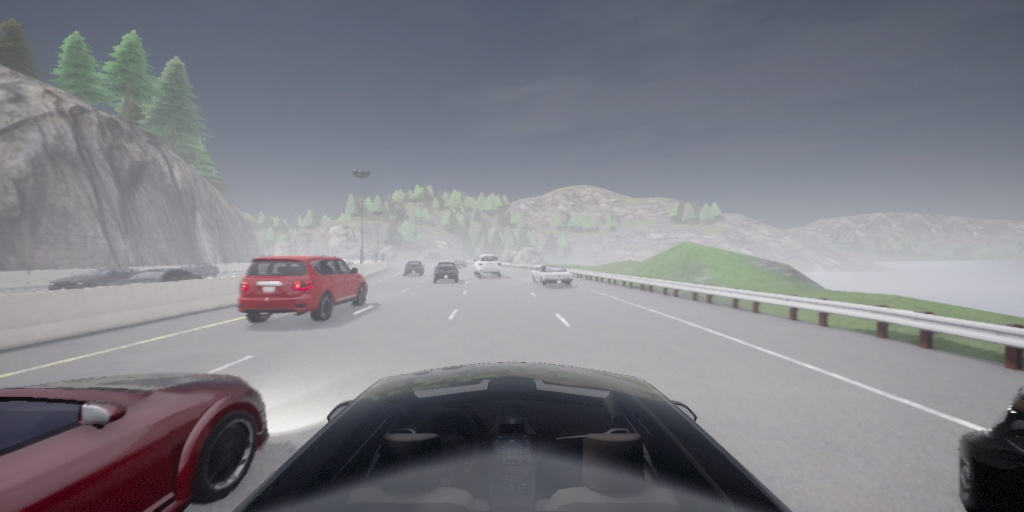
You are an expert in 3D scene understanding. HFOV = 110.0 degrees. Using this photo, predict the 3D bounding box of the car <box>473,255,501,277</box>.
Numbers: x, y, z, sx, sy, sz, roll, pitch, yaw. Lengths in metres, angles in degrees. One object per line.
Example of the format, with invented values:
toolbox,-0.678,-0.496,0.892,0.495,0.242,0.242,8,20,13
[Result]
car,-2.498,0.936,34.693,2.150,2.045,5.566,0,0,-11

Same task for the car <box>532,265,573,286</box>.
car,2.619,1.290,24.458,1.895,1.301,4.718,0,0,-7

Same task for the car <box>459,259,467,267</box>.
car,-9.425,1.275,63.141,2.033,1.411,5.357,0,0,-21

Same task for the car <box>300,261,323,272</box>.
car,-28.219,1.438,50.695,1.812,1.442,4.674,0,0,-16

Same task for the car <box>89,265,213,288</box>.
car,-18.479,1.407,18.765,1.812,1.442,4.674,0,0,-6

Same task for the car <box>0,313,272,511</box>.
car,-3.358,1.343,1.784,1.994,1.385,4.181,0,0,-1

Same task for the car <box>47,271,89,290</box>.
car,-25.975,1.488,23.124,2.033,1.411,5.357,0,0,-7

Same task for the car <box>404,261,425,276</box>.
car,-10.419,1.284,38.343,1.837,1.490,4.892,1,0,-12

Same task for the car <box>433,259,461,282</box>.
car,-5.257,1.255,28.832,1.837,1.490,4.892,1,0,-9

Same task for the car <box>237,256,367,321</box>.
car,-6.963,1.014,12.623,2.150,2.045,5.566,0,0,-5

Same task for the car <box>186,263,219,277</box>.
car,-31.746,1.460,36.077,2.128,1.511,4.902,0,0,-12
